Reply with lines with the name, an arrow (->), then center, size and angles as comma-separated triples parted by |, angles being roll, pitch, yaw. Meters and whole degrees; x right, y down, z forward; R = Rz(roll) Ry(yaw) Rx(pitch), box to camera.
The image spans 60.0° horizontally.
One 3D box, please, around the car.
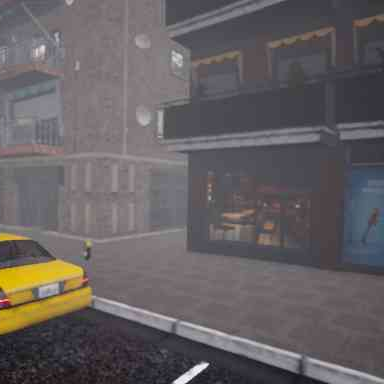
car -> -4.214, 1.436, 6.447 | 5.366, 1.575, 1.801 | 0, 0, 36
